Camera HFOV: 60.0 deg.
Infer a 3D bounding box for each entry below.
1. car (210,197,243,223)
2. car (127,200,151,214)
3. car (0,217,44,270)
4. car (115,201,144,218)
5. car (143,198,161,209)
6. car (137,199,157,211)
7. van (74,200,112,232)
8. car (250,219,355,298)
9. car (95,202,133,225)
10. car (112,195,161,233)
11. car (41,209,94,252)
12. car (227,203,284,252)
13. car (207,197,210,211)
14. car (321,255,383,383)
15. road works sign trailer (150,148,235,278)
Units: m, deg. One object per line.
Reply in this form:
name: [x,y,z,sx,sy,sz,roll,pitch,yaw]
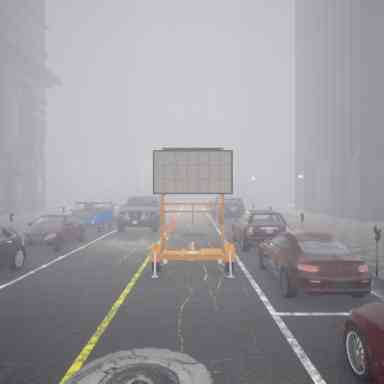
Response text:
car: [2.815,1.321,25.150,2.192,1.841,5.009,0,0,0]
car: [-5.683,1.579,36.439,1.947,1.339,4.313,0,0,0]
car: [-5.747,1.551,8.256,2.008,1.369,4.403,0,0,0]
car: [-5.695,1.591,30.803,1.802,1.307,4.206,0,0,0]
car: [-5.657,1.574,47.713,2.008,1.369,4.403,0,0,0]
car: [-5.670,1.584,42.076,1.947,1.339,4.313,0,0,0]
van: [-5.722,1.344,19.530,1.690,1.788,3.998,0,0,0]
car: [2.778,1.582,8.242,1.802,1.307,4.206,0,0,0]
car: [-5.709,1.531,24.996,1.752,1.417,4.829,0,0,0]
car: [-2.943,1.225,20.042,2.150,2.045,5.566,0,0,1]
car: [-5.734,1.583,13.893,1.802,1.307,4.206,0,0,0]
car: [2.790,1.441,13.878,1.967,1.590,4.097,0,0,0]
car: [2.828,1.324,30.786,2.192,1.841,5.009,0,0,0]
car: [2.765,1.582,2.606,1.802,1.307,4.206,0,0,0]
road works sign trailer: [0.023,0.465,10.138,2.380,3.560,2.880,0,0,0]
